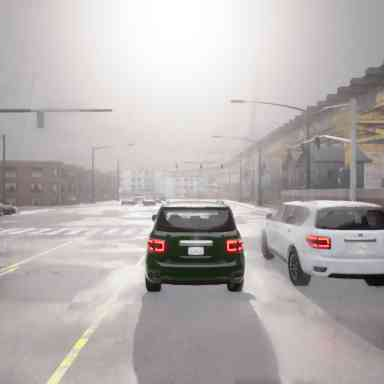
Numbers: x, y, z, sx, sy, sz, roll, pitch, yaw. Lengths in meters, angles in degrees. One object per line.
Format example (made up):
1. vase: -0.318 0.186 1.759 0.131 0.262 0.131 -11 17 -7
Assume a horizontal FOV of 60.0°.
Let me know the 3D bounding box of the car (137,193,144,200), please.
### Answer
1. car: -10.786 1.286 67.767 2.150 2.045 5.566 0 0 0

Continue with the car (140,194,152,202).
1. car: -10.821 1.431 78.230 2.097 1.767 4.553 0 0 0

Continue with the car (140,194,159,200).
1. car: -7.317 1.606 58.103 2.033 1.411 5.357 0 0 0

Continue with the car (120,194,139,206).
1. car: -10.809 1.573 56.869 1.812 1.442 4.674 0 0 0

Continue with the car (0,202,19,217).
1. car: -18.528 1.483 30.422 4.902 1.511 2.128 0 0 -3

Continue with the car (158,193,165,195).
1. car: -7.320 1.310 77.997 2.150 2.045 5.566 0 0 0

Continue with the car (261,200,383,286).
1. car: 3.526 1.246 9.614 2.150 2.045 5.566 0 0 0

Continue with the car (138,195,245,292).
1. car: 0.030 1.236 9.116 2.150 2.045 5.566 0 0 -1
